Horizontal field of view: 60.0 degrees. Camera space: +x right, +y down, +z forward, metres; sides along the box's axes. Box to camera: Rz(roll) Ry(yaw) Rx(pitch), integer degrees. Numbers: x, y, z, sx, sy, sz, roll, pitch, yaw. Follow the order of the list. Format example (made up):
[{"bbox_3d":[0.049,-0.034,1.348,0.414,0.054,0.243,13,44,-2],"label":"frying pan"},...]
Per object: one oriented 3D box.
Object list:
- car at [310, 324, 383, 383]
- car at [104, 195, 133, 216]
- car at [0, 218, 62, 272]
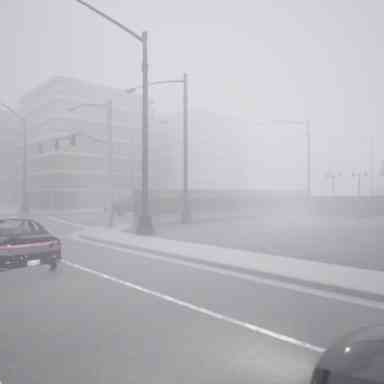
[{"bbox_3d":[3.126,1.502,1.664,4.892,1.490,1.837,0,0,38],"label":"car"},{"bbox_3d":[-6.437,1.375,34.802,5.566,2.045,2.150,0,0,-45],"label":"car"},{"bbox_3d":[-5.619,1.549,10.023,2.128,1.511,4.902,0,0,-44],"label":"car"}]
